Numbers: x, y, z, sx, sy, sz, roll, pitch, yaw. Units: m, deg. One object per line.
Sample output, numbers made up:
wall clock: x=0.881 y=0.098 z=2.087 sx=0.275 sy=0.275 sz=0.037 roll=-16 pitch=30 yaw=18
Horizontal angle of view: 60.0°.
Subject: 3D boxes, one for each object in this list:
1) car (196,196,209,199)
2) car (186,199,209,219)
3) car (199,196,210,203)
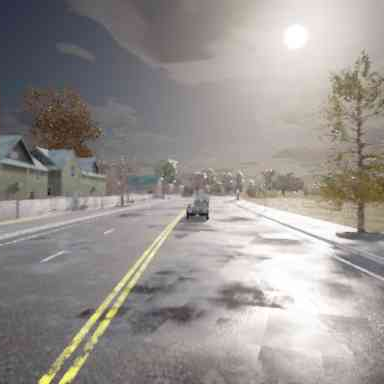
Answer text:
car: x=1.373 y=1.324 z=47.680 sx=2.097 sy=1.767 sz=4.553 roll=0 pitch=0 yaw=3
car: x=0.495 y=1.575 z=28.920 sx=1.895 sy=1.301 sz=4.718 roll=0 pitch=0 yaw=2
car: x=2.713 y=1.519 z=70.081 sx=2.033 sy=1.411 sz=5.357 roll=0 pitch=0 yaw=5
